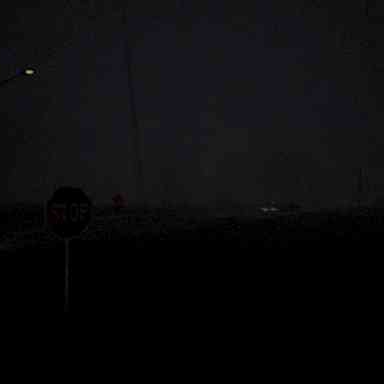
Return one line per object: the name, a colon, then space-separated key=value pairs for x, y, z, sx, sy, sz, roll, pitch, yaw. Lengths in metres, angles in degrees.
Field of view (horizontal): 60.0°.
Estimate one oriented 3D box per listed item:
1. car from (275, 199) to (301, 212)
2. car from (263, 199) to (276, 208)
car: x=14.641 y=2.133 z=49.298 sx=2.128 sy=1.511 sz=4.902 roll=1 pitch=0 yaw=36
car: x=15.014 y=2.017 z=61.752 sx=2.097 sy=1.767 sz=4.553 roll=1 pitch=-1 yaw=36
